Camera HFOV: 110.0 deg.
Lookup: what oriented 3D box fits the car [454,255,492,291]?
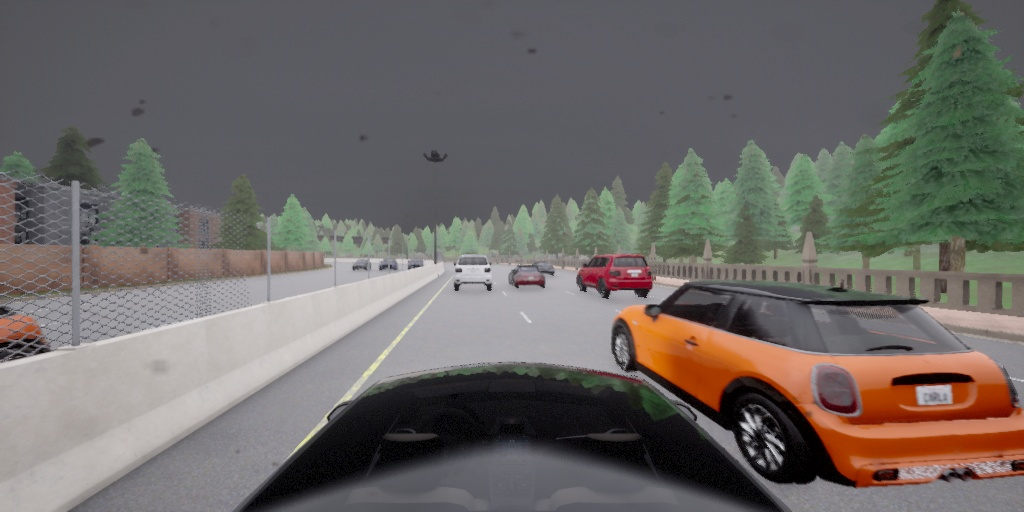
[{"bbox_3d":[-2.438,0.960,22.307,2.150,2.045,5.566,0,0,-7],"label":"car"}]

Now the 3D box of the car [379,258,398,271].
[{"bbox_3d":[-16.682,1.077,48.565,2.097,1.767,4.553,0,0,-12],"label":"car"}]

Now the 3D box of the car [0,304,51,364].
[{"bbox_3d":[-7.487,1.101,3.092,2.097,1.767,4.553,0,0,-7],"label":"car"}]

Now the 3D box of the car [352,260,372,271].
[{"bbox_3d":[-20.188,1.242,48.319,1.837,1.490,4.892,0,0,-13],"label":"car"}]

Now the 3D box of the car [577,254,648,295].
[{"bbox_3d":[5.059,0.958,18.359,2.150,2.045,5.566,0,-1,-7],"label":"car"}]

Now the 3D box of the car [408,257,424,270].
[{"bbox_3d":[-13.435,1.077,50.237,2.097,1.767,4.553,0,0,-13],"label":"car"}]

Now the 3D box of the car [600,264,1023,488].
[{"bbox_3d":[3.073,1.101,4.915,2.097,1.767,4.553,0,0,-6],"label":"car"}]

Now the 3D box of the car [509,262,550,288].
[{"bbox_3d":[0.918,1.303,23.767,1.994,1.385,4.181,0,0,-7],"label":"car"}]

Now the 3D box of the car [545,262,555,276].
[{"bbox_3d":[2.992,1.279,36.398,2.033,1.411,5.357,0,0,-7],"label":"car"}]
